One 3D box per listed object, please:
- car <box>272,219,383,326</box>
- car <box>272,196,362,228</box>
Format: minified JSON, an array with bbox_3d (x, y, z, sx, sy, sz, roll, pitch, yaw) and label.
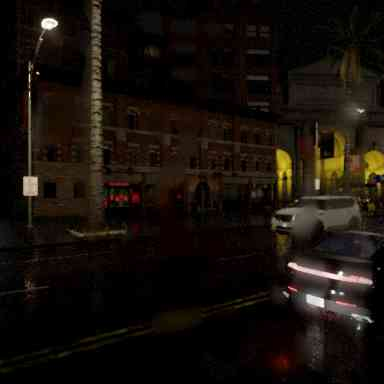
[{"bbox_3d":[3.911,1.489,6.610,4.902,1.511,2.128,0,0,-35],"label":"car"},{"bbox_3d":[6.640,1.216,17.377,5.566,2.045,2.150,0,0,-36],"label":"car"}]
